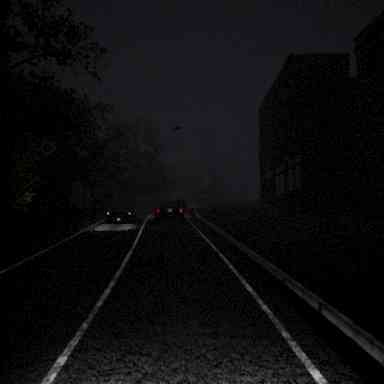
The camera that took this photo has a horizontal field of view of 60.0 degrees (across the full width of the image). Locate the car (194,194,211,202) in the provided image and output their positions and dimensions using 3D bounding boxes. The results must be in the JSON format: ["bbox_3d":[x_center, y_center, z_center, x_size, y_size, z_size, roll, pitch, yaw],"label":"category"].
[{"bbox_3d":[2.081,1.176,65.204,1.882,1.535,5.008,-3,-1,28],"label":"car"}]

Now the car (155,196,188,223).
[{"bbox_3d":[-1.682,1.287,24.948,2.097,1.767,4.553,0,0,-4],"label":"car"}]

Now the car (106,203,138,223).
[{"bbox_3d":[-5.083,1.519,24.558,1.895,1.301,4.718,0,0,-4],"label":"car"}]
